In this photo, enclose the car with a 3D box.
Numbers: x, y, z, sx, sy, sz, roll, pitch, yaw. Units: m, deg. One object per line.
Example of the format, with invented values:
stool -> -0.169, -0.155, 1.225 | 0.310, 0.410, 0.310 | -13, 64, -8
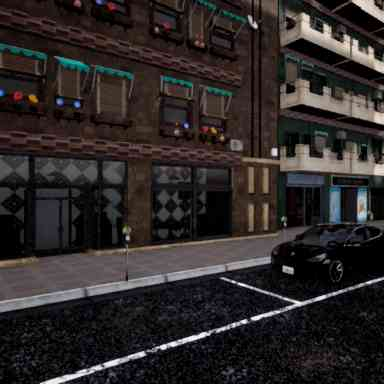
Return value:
car -> 4.160, 1.566, 9.530 | 4.313, 1.339, 1.947 | 0, 0, -36
